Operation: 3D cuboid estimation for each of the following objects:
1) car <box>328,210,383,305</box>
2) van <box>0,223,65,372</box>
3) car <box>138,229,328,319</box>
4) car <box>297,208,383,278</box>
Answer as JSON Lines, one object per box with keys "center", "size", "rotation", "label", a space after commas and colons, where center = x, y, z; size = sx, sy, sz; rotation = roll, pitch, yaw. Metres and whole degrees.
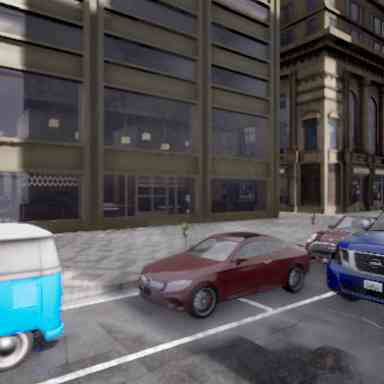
{"center": [5.255, 1.201, 7.153], "size": [5.566, 2.045, 2.150], "rotation": [0, 0, -36], "label": "car"}
{"center": [-3.660, 1.343, 4.031], "size": [3.998, 1.788, 1.690], "rotation": [0, 0, -36], "label": "van"}
{"center": [0.892, 1.570, 7.296], "size": [4.206, 1.307, 1.802], "rotation": [0, 0, -36], "label": "car"}
{"center": [5.445, 1.414, 10.560], "size": [4.097, 1.590, 1.967], "rotation": [0, 0, -36], "label": "car"}
